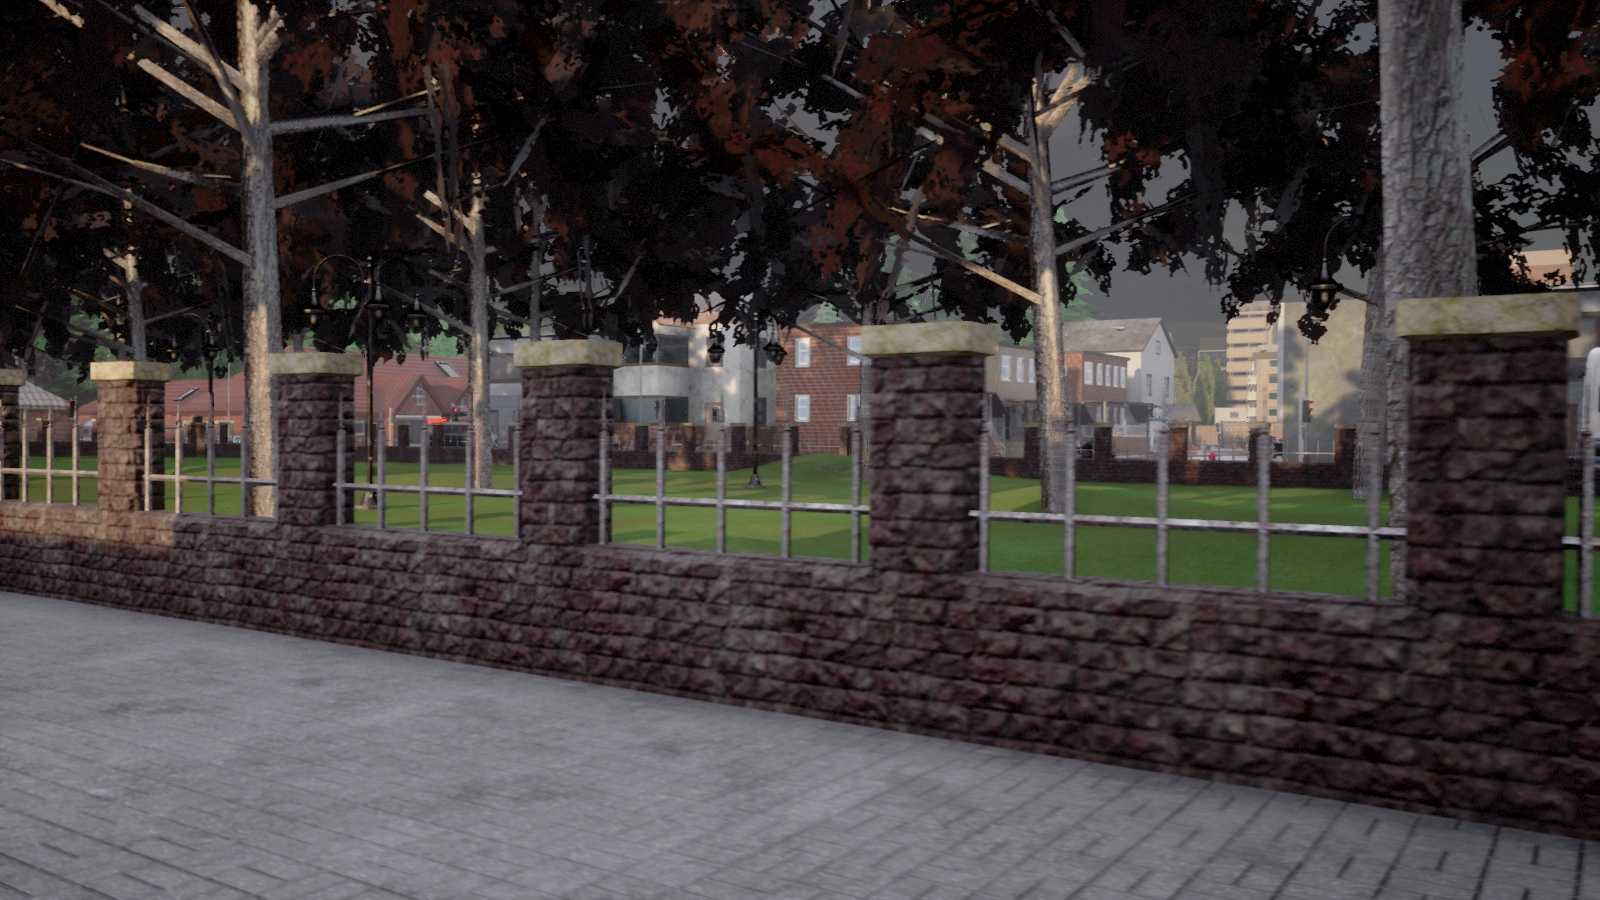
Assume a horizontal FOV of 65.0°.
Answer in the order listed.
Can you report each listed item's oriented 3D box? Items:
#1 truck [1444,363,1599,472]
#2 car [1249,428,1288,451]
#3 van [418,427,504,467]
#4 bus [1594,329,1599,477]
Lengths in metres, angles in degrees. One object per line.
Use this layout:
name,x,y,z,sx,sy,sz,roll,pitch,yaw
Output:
truck,25.850,-1.048,41.385,7.936,3.462,2.891,0,1,34
car,33.171,-0.766,88.914,1.789,1.549,3.705,0,1,34
van,-17.707,-0.160,65.585,4.442,1.987,1.775,0,1,32
bus,28.250,-1.386,34.960,10.273,4.253,3.944,0,1,34
